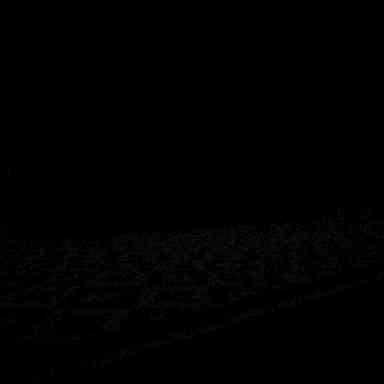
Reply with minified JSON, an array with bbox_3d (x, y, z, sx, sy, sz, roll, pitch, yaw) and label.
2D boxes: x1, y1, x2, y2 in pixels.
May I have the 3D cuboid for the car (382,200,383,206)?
[{"bbox_3d":[29.905,1.768,50.969,1.802,1.307,4.206,2,-1,-36],"label":"car"}]

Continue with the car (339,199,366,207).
[{"bbox_3d":[26.714,1.755,55.433,1.947,1.339,4.313,2,-1,-36],"label":"car"}]
